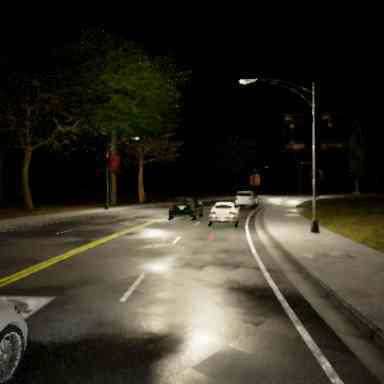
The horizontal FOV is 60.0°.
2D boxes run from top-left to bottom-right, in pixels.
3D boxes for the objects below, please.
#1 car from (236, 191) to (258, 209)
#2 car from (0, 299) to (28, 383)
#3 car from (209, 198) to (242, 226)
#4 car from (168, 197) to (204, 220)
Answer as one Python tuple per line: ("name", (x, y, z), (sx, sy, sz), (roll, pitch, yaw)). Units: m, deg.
("car", (6.746, 0.919, 40.599), (2.150, 2.045, 5.566), (0, 0, 18))
("car", (-3.019, 1.508, 2.269), (1.812, 1.442, 4.674), (0, 0, 1))
("car", (2.182, 1.383, 21.994), (1.812, 1.442, 4.674), (0, 1, 9))
("car", (-0.347, 1.189, 26.103), (2.097, 1.767, 4.553), (0, 0, 11))
